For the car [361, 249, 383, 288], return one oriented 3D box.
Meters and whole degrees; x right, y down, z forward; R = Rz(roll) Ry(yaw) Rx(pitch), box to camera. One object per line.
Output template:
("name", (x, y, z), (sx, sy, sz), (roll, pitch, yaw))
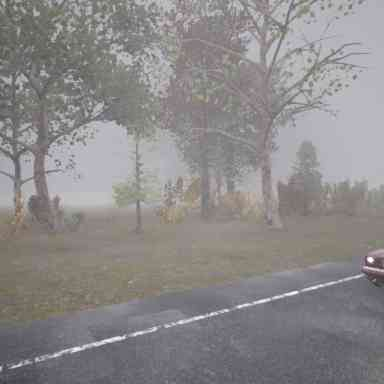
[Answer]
("car", (6.161, 1.597, 8.029), (4.718, 1.301, 1.895), (0, 0, -34))
